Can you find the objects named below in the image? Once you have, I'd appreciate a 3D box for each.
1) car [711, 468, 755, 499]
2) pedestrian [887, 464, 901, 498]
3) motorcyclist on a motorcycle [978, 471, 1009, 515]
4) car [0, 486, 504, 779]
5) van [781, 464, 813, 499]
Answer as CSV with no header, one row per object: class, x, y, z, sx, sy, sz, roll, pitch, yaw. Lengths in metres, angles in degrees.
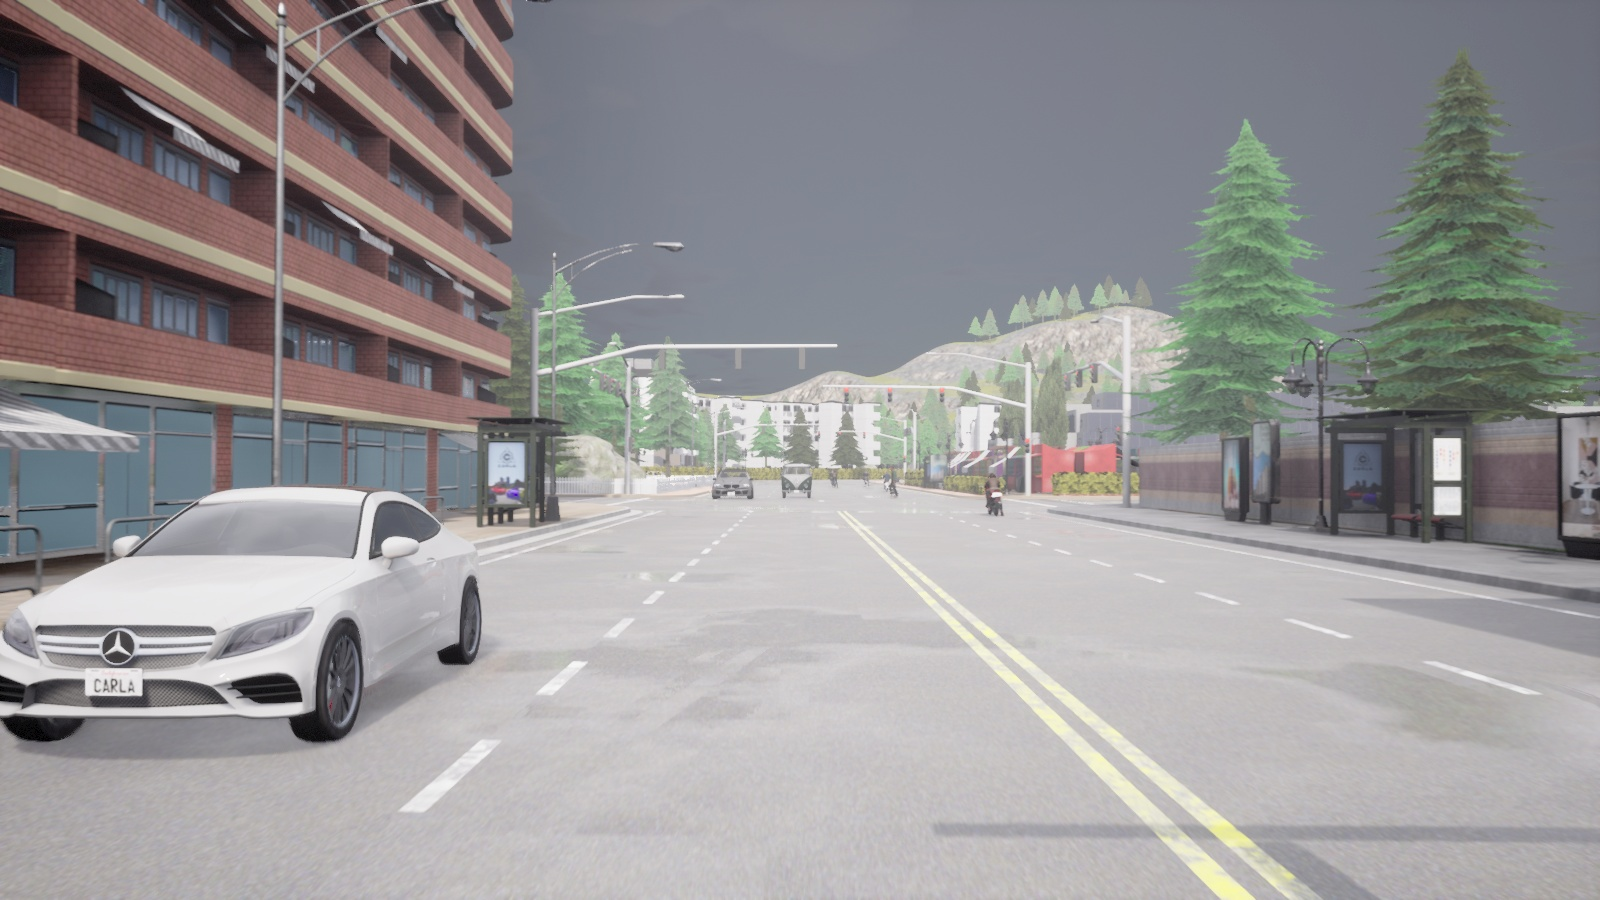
car,-3.673,1.840,69.625,2.242,1.667,4.611,0,-1,0
pedestrian,5.406,1.790,72.517,0.788,1.949,0.423,0,-1,1
motorcyclist on a motorcycle,6.889,1.529,44.808,0.797,1.523,2.044,0,-1,0
car,-3.522,1.004,8.782,1.812,1.442,4.674,0,-1,0
van,-0.182,1.810,73.295,1.775,1.987,4.442,0,-1,0
